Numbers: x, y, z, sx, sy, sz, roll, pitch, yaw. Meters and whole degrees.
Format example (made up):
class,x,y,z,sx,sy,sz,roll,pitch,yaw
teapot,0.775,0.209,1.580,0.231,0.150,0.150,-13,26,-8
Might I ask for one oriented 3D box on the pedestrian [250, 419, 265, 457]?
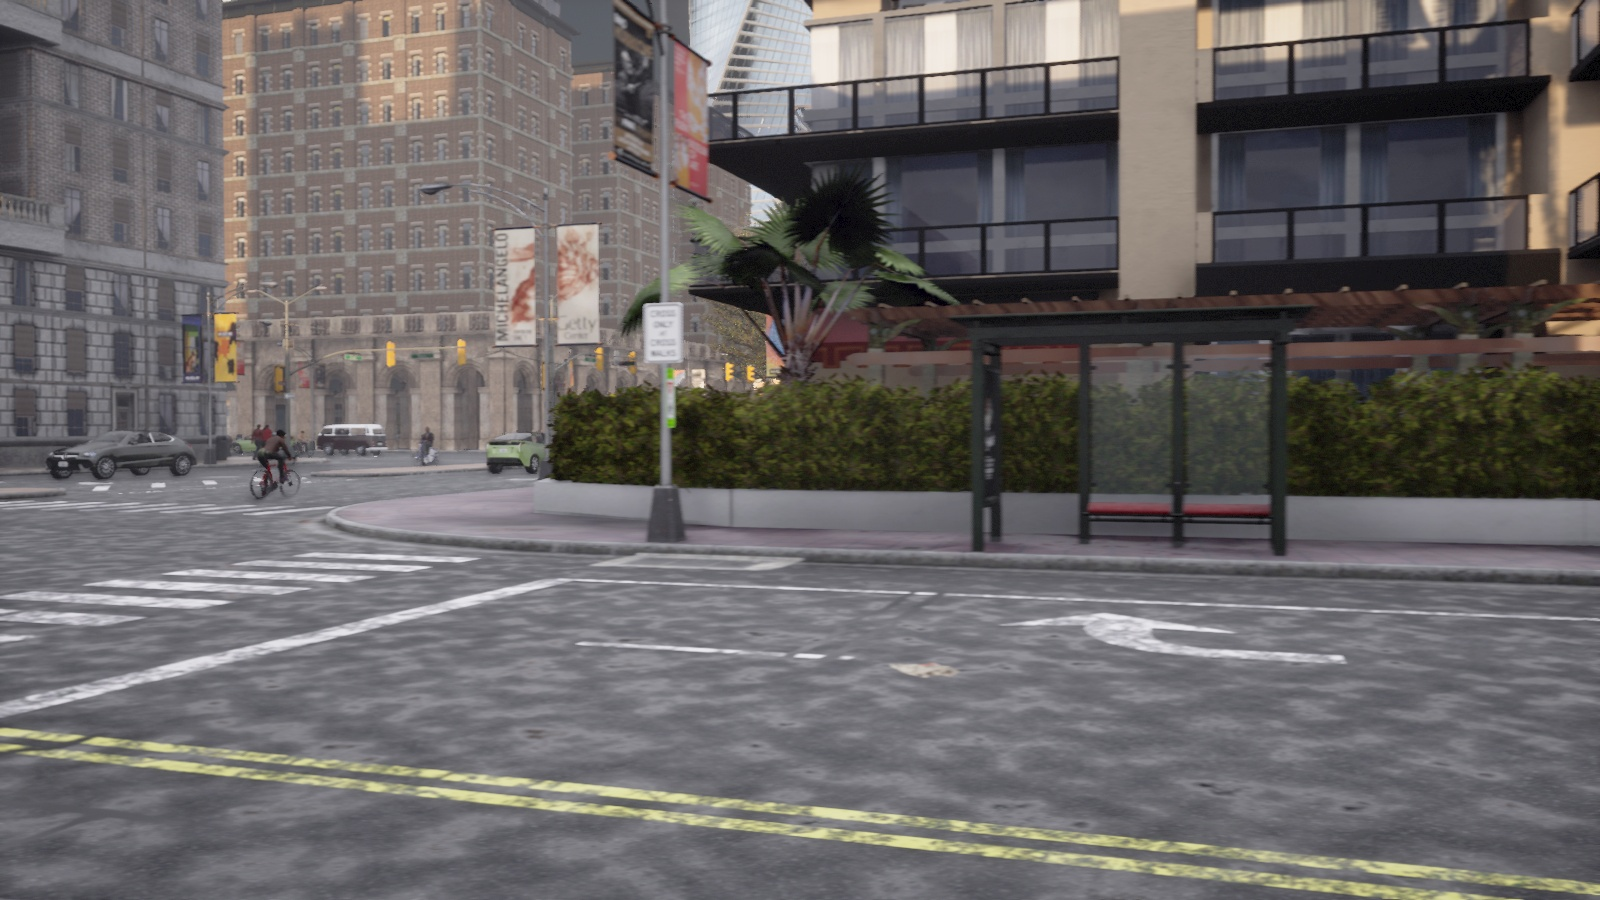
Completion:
class,x,y,z,sx,sy,sz,roll,pitch,yaw
pedestrian,-26.545,-0.608,61.449,0.331,1.846,0.636,0,1,11

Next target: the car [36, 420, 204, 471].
class,x,y,z,sx,sy,sz,roll,pitch,yaw
car,-23.573,-0.191,43.776,2.152,1.651,5.027,1,1,18

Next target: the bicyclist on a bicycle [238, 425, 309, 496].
class,x,y,z,sx,sy,sz,roll,pitch,yaw
bicyclist on a bicycle,-12.416,0.255,29.649,0.582,1.620,1.656,1,0,18

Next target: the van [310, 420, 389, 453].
class,x,y,z,sx,sy,sz,roll,pitch,yaw
van,-29.185,-0.870,81.449,4.480,2.038,2.069,1,1,18

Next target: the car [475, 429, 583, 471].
class,x,y,z,sx,sy,sz,roll,pitch,yaw
car,-10.195,-0.033,47.688,2.007,1.525,4.514,1,1,18

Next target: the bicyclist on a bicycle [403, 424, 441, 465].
class,x,y,z,sx,sy,sz,roll,pitch,yaw
bicyclist on a bicycle,-16.383,-0.242,54.498,0.659,1.776,1.843,1,1,18

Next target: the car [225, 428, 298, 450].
class,x,y,z,sx,sy,sz,roll,pitch,yaw
car,-37.670,-0.786,87.852,4.514,1.525,2.007,1,1,18
